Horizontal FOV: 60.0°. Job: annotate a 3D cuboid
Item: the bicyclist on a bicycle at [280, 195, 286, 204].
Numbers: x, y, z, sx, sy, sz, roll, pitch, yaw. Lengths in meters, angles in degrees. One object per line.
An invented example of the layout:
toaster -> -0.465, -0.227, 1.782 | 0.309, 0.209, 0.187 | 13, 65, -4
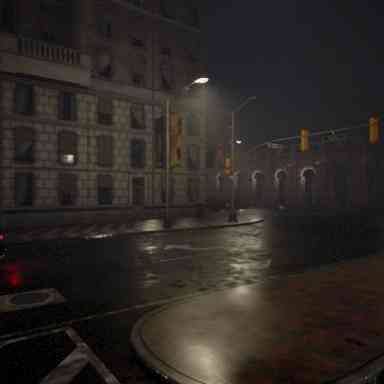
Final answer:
bicyclist on a bicycle -> 15.477, 1.300, 56.462 | 1.656, 1.620, 0.582 | 0, 0, -36

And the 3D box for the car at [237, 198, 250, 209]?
car -> 5.740, 1.526, 45.232 | 1.812, 1.442, 4.674 | 0, 0, -36

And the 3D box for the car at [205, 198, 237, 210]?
car -> 2.996, 1.492, 43.051 | 2.128, 1.511, 4.902 | 0, 0, -36

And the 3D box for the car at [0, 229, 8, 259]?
car -> -7.495, 1.491, 8.470 | 4.902, 1.511, 2.128 | 0, 0, -36
